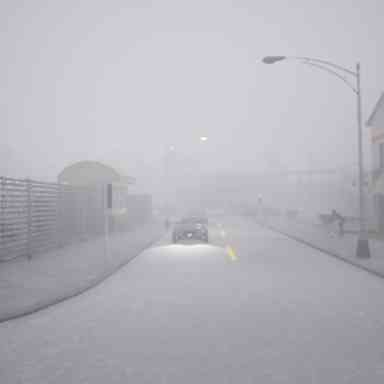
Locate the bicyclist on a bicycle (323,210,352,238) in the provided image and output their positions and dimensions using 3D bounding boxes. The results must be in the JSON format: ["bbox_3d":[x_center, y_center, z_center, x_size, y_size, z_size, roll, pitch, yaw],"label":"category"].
[{"bbox_3d":[8.350,1.845,19.161,1.656,1.620,0.582,-1,-2,3],"label":"bicyclist on a bicycle"}]

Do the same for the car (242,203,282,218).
[{"bbox_3d":[9.634,2.532,46.061,5.566,2.045,2.150,0,-2,-19],"label":"car"}]

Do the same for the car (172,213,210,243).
[{"bbox_3d":[-0.014,2.186,19.843,1.994,1.385,4.181,-1,-2,3],"label":"car"}]

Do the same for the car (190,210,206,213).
[{"bbox_3d":[0.541,2.400,29.816,1.882,1.535,5.008,-1,-2,3],"label":"car"}]
